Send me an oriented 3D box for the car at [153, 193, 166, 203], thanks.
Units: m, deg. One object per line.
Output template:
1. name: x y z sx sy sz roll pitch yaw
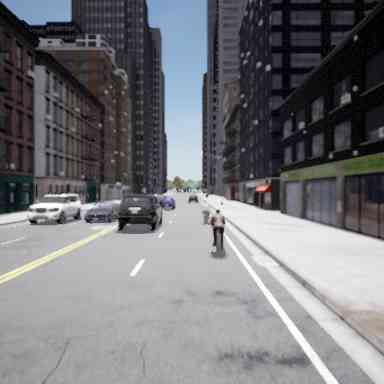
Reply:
1. car: -6.330 1.152 65.364 2.097 1.767 4.553 0 0 0

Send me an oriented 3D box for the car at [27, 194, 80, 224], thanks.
1. car: -9.776 1.160 24.208 2.150 2.045 5.566 0 0 0

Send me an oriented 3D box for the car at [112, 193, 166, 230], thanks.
1. car: -3.092 1.160 20.689 2.150 2.045 5.566 0 0 0

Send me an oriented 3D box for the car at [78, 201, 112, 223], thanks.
1. car: -6.525 1.478 25.180 2.033 1.411 5.357 0 0 0

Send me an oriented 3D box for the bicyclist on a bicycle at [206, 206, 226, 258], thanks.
1. bicyclist on a bicycle: 0.930 1.414 11.697 0.582 1.620 1.656 0 0 0

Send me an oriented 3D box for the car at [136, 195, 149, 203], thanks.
1. car: -9.584 1.322 64.419 1.837 1.490 4.892 0 0 1

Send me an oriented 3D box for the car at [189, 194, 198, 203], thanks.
1. car: 0.271 1.291 65.041 1.837 1.490 4.892 0 0 0

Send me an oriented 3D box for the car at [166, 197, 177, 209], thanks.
1. car: -3.032 1.398 42.291 1.812 1.442 4.674 0 0 0

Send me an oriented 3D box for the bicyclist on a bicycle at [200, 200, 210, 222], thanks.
1. bicyclist on a bicycle: 0.976 1.362 23.076 0.866 1.612 1.509 0 0 0

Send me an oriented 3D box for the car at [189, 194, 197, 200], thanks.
1. car: 0.220 1.270 80.831 2.033 1.411 5.357 0 0 0
